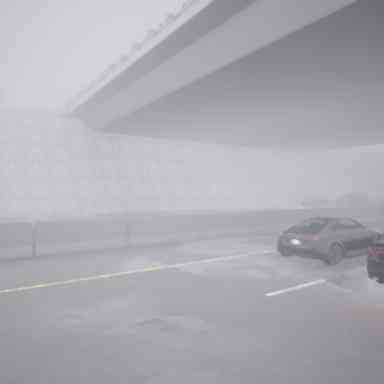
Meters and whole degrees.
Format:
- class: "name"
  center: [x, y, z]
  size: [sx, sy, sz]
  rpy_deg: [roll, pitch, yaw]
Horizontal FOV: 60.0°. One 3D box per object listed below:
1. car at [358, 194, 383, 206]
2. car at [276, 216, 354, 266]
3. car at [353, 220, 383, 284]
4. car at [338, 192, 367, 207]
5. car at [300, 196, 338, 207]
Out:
- class: "car"
  center: [23.488, 1.303, 41.612]
  size: [4.902, 1.511, 2.128]
  rpy_deg: [0, 0, -35]
- class: "car"
  center: [4.862, 1.508, 11.418]
  size: [4.181, 1.385, 1.994]
  rpy_deg: [0, 0, -35]
- class: "car"
  center: [6.294, 1.442, 8.155]
  size: [5.008, 1.535, 1.882]
  rpy_deg: [0, 1, -35]
- class: "car"
  center: [21.490, 1.016, 44.480]
  size: [5.566, 2.045, 2.150]
  rpy_deg: [0, 0, -35]
- class: "car"
  center: [17.284, 1.324, 45.835]
  size: [5.357, 1.411, 2.033]
  rpy_deg: [0, 0, -35]
